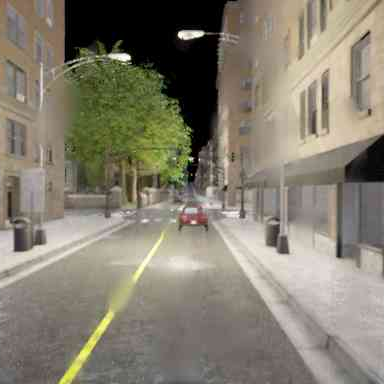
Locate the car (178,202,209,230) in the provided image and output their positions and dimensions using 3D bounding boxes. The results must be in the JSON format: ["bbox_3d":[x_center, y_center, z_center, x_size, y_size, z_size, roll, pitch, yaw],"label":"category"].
[{"bbox_3d":[0.094,1.576,21.361,1.812,1.442,4.674,0,0,0],"label":"car"}]

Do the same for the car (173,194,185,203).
[{"bbox_3d":[-3.007,1.649,70.489,2.033,1.411,5.357,0,0,0],"label":"car"}]

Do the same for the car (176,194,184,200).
[{"bbox_3d":[-3.008,1.229,86.206,1.837,1.490,4.892,0,0,0],"label":"car"}]
